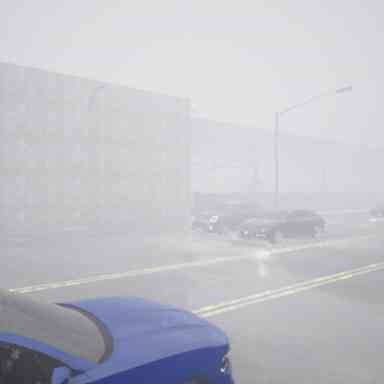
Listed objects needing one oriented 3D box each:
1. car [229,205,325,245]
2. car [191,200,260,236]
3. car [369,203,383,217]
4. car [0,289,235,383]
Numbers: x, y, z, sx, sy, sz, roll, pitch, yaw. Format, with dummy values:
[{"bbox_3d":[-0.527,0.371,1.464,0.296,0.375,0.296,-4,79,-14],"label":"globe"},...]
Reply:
[{"bbox_3d":[4.302,1.500,15.657,4.892,1.490,1.837,0,0,-35],"label":"car"},{"bbox_3d":[2.175,1.347,18.436,4.553,1.767,2.097,0,0,-35],"label":"car"},{"bbox_3d":[17.994,1.536,29.720,5.357,1.411,2.033,0,0,-35],"label":"car"},{"bbox_3d":[-1.899,1.478,2.391,5.008,1.535,1.882,0,0,-35],"label":"car"}]
